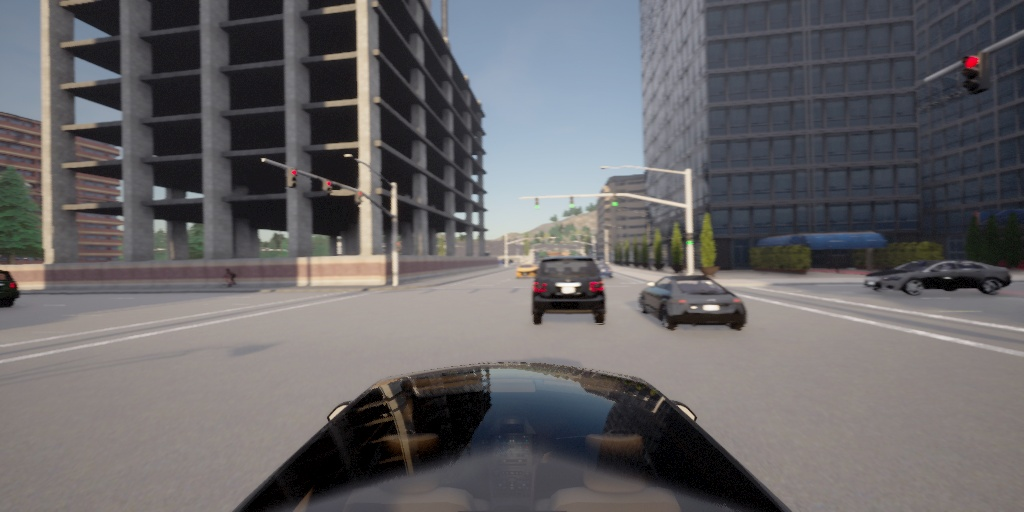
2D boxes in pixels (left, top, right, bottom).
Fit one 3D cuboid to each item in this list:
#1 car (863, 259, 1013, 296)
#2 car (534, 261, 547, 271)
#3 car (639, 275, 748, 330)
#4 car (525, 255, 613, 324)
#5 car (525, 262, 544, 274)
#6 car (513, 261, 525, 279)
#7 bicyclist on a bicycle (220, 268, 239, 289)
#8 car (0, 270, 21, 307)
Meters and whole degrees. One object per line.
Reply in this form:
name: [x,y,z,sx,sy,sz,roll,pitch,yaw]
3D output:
car: [18.828,0.921,16.072,4.902,1.511,2.128,-1,0,7]
car: [4.877,1.640,60.487,1.812,1.442,4.674,-1,-1,8]
car: [5.235,1.267,10.928,1.994,1.385,4.181,-1,0,8]
car: [1.886,1.014,12.327,2.150,2.045,5.566,-1,0,8]
car: [3.072,1.599,47.667,2.033,1.411,5.357,-1,0,9]
car: [1.603,1.478,37.144,1.882,1.535,5.008,-1,0,8]
bicyclist on a bicycle: [-22.633,1.798,28.751,0.582,1.620,1.656,-1,0,8]
car: [-29.210,1.788,18.824,5.566,2.045,2.150,-1,0,8]
